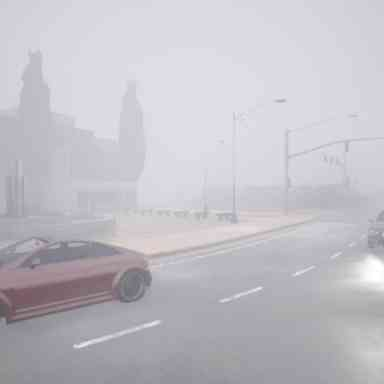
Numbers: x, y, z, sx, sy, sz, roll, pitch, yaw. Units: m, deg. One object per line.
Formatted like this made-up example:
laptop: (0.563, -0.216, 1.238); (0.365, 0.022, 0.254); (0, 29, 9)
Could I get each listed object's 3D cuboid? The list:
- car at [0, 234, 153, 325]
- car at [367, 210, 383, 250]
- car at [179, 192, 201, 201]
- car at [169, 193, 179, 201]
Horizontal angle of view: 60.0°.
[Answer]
car: (-2.863, 1.563, 6.499); (4.181, 1.385, 1.994); (0, 0, -40)
car: (8.556, 1.485, 13.765); (2.128, 1.511, 4.902); (0, 0, 36)
car: (-0.471, 1.372, 75.472); (1.970, 1.475, 3.806); (0, 0, 36)
car: (-2.795, 1.134, 77.198); (1.905, 1.878, 3.866); (0, 0, 36)
